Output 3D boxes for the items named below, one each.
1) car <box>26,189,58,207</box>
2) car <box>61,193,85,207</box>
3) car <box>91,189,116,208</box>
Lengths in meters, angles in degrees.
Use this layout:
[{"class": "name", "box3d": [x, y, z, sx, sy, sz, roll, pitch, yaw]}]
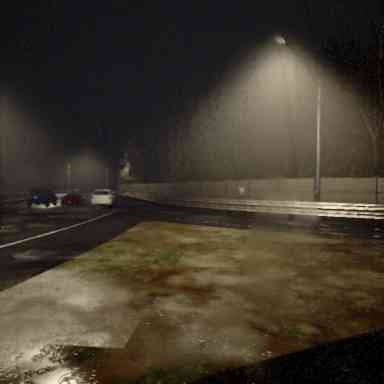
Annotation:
[{"class": "car", "box3d": [-17.007, 0.624, 37.916, 2.150, 2.045, 5.566, 0, 1, -9]}, {"class": "car", "box3d": [-13.528, 0.912, 38.080, 1.882, 1.535, 5.008, 0, 1, -9]}, {"class": "car", "box3d": [-9.789, 0.705, 36.966, 2.150, 2.045, 5.566, 0, 1, -8]}]
